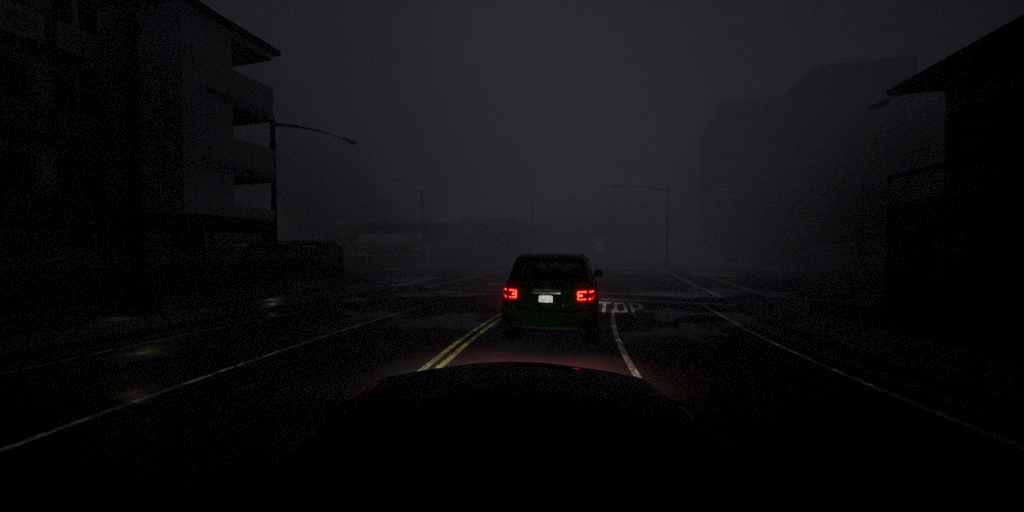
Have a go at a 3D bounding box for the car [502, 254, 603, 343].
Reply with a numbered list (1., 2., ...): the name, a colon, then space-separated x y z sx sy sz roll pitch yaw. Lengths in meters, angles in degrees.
1. car: 1.274 0.957 9.921 2.150 2.045 5.566 0 0 13
